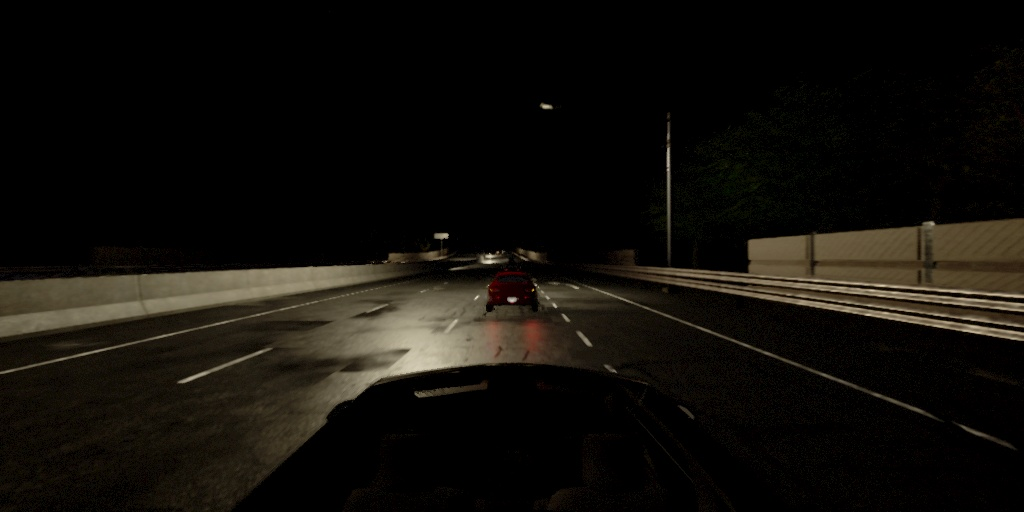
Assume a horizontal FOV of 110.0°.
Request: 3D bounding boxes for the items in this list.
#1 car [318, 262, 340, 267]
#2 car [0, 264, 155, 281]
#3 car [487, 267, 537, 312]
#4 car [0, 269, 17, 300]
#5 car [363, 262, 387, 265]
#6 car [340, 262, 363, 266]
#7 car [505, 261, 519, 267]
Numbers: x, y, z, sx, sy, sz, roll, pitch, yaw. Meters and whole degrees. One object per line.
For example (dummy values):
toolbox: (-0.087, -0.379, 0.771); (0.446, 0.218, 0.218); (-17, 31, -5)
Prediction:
car: (-27.984, 1.706, 55.399); (2.033, 1.411, 5.357); (0, 0, 1)
car: (-17.584, 1.147, 15.080); (2.097, 1.767, 4.553); (0, 0, 0)
car: (0.007, 1.316, 14.403); (1.812, 1.442, 4.674); (0, 0, 0)
car: (-24.584, 1.320, 14.808); (1.812, 1.442, 4.674); (0, 0, 0)
car: (-20.996, 1.658, 56.453); (2.128, 1.511, 4.902); (0, 0, 1)
car: (-24.491, 1.645, 56.324); (1.882, 1.535, 5.008); (0, 0, 1)
car: (0.022, 1.537, 38.214); (1.812, 1.442, 4.674); (0, -1, 0)
